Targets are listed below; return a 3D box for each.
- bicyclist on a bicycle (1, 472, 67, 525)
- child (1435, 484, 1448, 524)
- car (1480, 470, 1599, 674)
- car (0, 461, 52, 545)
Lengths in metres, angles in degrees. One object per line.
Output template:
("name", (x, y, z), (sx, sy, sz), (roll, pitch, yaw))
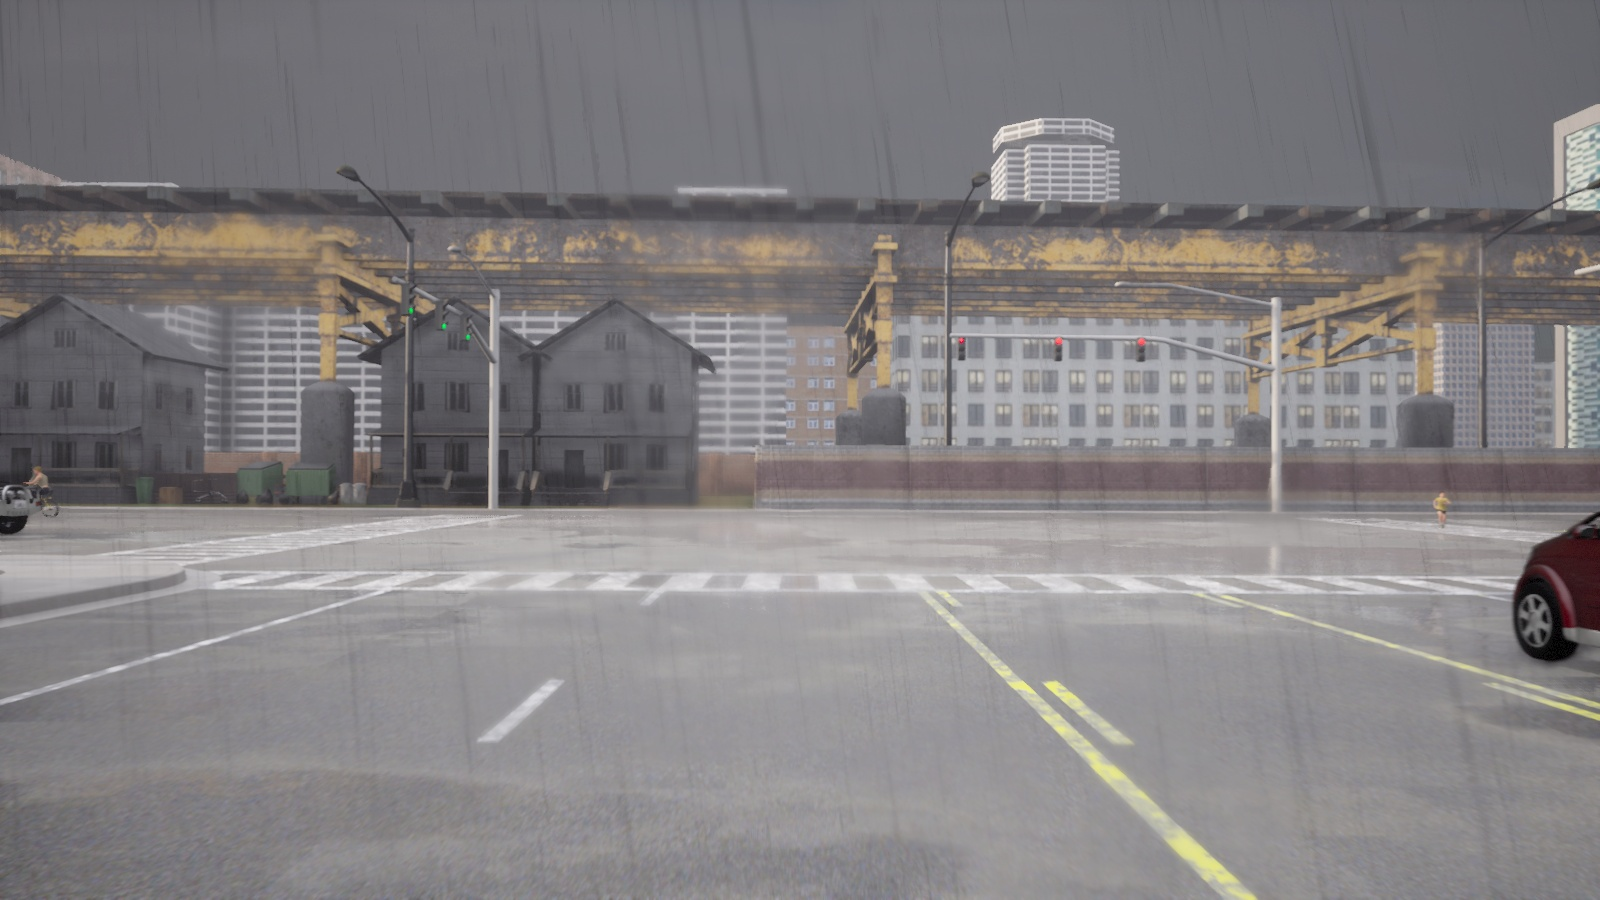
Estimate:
("bicyclist on a bicycle", (-23.898, 1.503, 39.191), (1.509, 1.612, 0.866), (0, -1, 0))
("child", (17.964, 1.497, 35.161), (0.255, 1.110, 0.394), (-1, -1, 16))
("car", (6.976, 0.922, 9.357), (1.789, 1.549, 3.705), (0, -1, 0))
("car", (-19.979, 1.192, 28.714), (4.605, 1.855, 1.932), (0, -1, 0))
